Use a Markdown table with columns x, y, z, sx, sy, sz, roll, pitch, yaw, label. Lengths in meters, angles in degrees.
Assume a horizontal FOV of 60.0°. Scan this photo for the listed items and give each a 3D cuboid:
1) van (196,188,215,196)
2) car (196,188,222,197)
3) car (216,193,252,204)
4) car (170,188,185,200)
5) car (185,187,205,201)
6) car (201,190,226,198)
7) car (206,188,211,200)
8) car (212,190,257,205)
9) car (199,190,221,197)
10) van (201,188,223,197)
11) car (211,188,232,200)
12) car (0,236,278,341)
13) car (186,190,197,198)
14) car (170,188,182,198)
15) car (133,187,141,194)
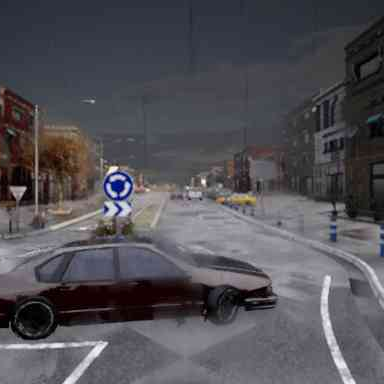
| x | y | z | sx | sy | sz | roll | pitch | yaw | label |
| --- | --- | --- | --- | --- | --- | --- | --- | --- | --- |
| 3.373 | -0.019 | 81.484 | 4.442 | 1.987 | 1.878 | 0 | 1 | -4 | van |
| 3.803 | 0.015 | 75.988 | 5.566 | 2.045 | 2.435 | 0 | 1 | -4 | car |
| 5.714 | 0.893 | 45.741 | 4.674 | 1.452 | 2.002 | 0 | 1 | -4 | car |
| -2.524 | 0.465 | 55.940 | 2.097 | 1.767 | 4.553 | 0 | 1 | -3 | car |
| 0.503 | 0.346 | 55.500 | 2.150 | 2.045 | 5.566 | 0 | 1 | -3 | car |
| 4.349 | 0.383 | 67.739 | 5.008 | 1.535 | 2.097 | 0 | 1 | -4 | car |
| 5.398 | 0.462 | 51.234 | 5.566 | 2.045 | 2.435 | 0 | 1 | -4 | car |
| 5.696 | 0.924 | 42.976 | 5.366 | 1.575 | 1.946 | 0 | 2 | -4 | car |
| 4.005 | 0.342 | 73.240 | 4.674 | 1.452 | 2.002 | 0 | 1 | -4 | car |
| 4.296 | 0.117 | 70.372 | 4.442 | 1.987 | 1.878 | 0 | 1 | -4 | van |
| 5.508 | 0.656 | 48.484 | 4.553 | 1.767 | 2.185 | 0 | 1 | -4 | car |
| -1.241 | 1.564 | 6.137 | 5.357 | 1.411 | 2.033 | 0 | 0 | -11 | car |
| -0.191 | 0.432 | 65.895 | 1.837 | 1.490 | 4.892 | 0 | 1 | -4 | car |
| -3.187 | 0.147 | 65.736 | 2.150 | 2.045 | 5.566 | 0 | 1 | -4 | car |
| -17.928 | -0.197 | 93.858 | 5.566 | 2.045 | 2.435 | 0 | 1 | -3 | car |
